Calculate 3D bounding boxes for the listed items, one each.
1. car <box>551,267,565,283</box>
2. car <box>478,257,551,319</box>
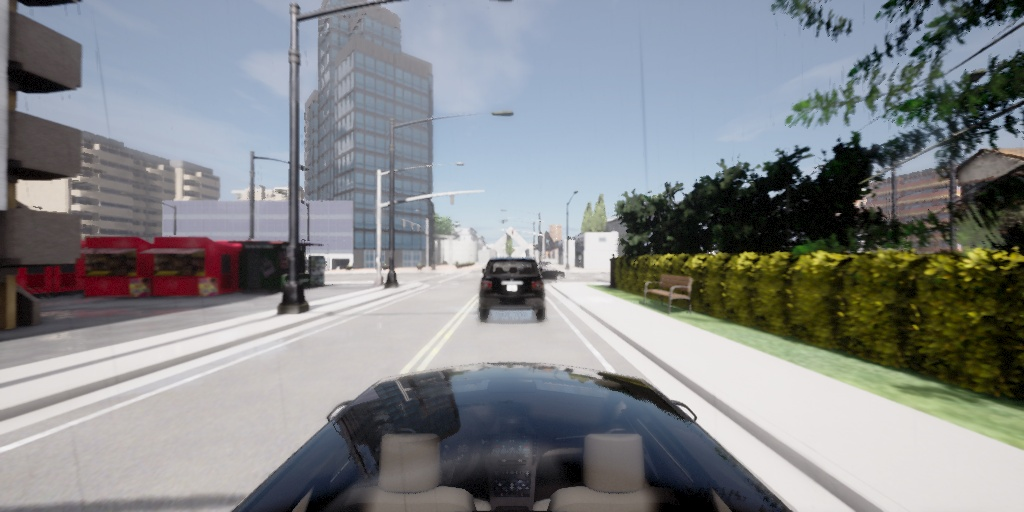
[{"bbox_3d":[2.259,1.399,28.392,2.128,1.511,4.902,-1,-1,43],"label":"car"},{"bbox_3d":[0.023,1.040,13.252,2.150,2.045,5.566,0,0,0],"label":"car"}]
